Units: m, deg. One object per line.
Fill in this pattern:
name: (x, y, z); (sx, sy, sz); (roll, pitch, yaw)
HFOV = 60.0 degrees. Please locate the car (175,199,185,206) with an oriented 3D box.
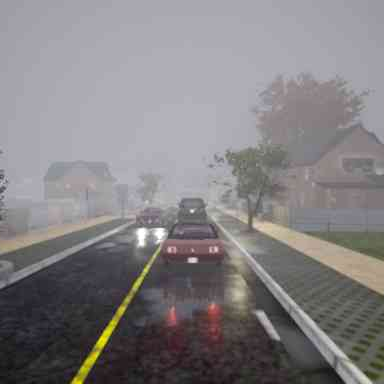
car: (-2.743, 2.353, 77.062); (2.033, 1.411, 5.357); (0, -1, 0)

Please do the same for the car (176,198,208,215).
car: (0.033, 1.455, 25.679); (2.150, 2.045, 5.566); (0, -1, 0)

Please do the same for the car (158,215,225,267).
car: (0.043, 1.705, 11.814); (1.895, 1.301, 4.718); (0, -1, 1)

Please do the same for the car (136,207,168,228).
car: (-2.795, 1.784, 24.049); (1.994, 1.385, 4.181); (0, -1, 1)
